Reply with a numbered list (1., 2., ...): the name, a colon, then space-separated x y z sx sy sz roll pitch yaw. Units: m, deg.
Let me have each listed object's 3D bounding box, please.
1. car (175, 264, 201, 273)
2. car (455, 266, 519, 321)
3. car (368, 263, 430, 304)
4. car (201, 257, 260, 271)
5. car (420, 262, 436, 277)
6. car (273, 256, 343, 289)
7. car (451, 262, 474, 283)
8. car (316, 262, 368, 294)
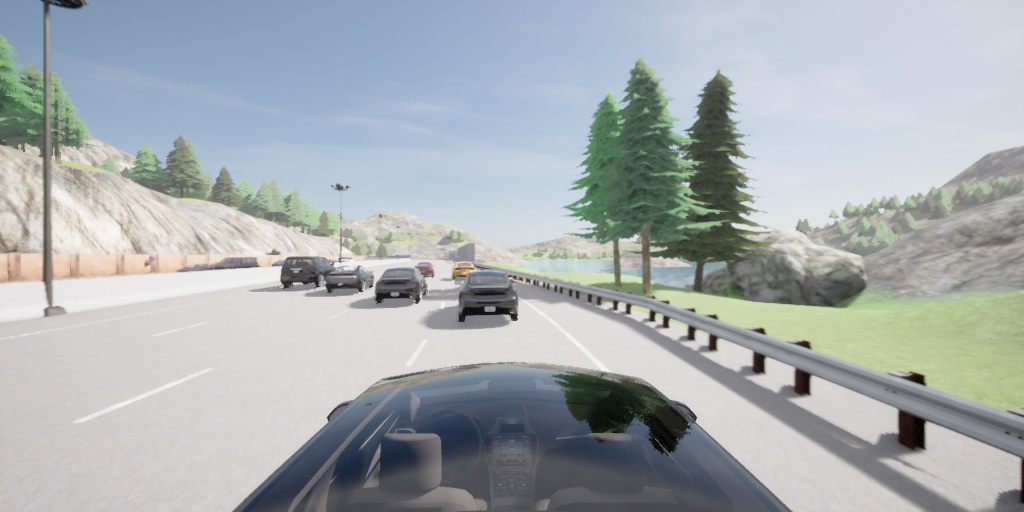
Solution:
1. car: -29.966 1.457 34.262 1.994 1.385 4.181 0 0 -11
2. car: -0.922 1.261 12.533 1.837 1.490 4.892 0 0 -7
3. car: -5.053 1.280 16.703 1.837 1.490 4.892 0 0 -9
4. car: -26.403 1.100 34.270 2.150 2.045 5.566 0 0 -11
5. car: -8.581 1.320 35.361 1.812 1.442 4.674 0 0 -11
6. car: -13.504 1.037 24.199 2.150 2.045 5.566 0 0 -11
7. car: -4.346 1.252 31.997 1.882 1.535 5.008 0 0 -11
8. car: -9.360 1.287 21.043 2.128 1.511 4.902 0 0 -10
